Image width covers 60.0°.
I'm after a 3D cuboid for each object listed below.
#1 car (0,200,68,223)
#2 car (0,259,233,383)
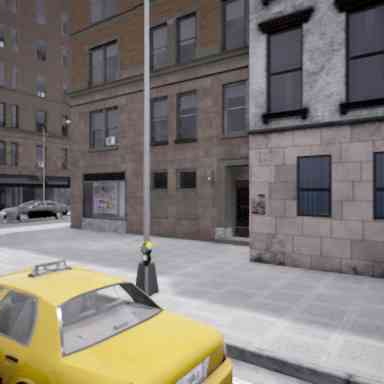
[{"bbox_3d":[-11.737,1.393,25.050,2.128,1.511,4.902,0,0,32],"label":"car"},{"bbox_3d":[-1.899,1.524,4.099,4.829,1.417,1.752,0,0,34],"label":"car"}]
